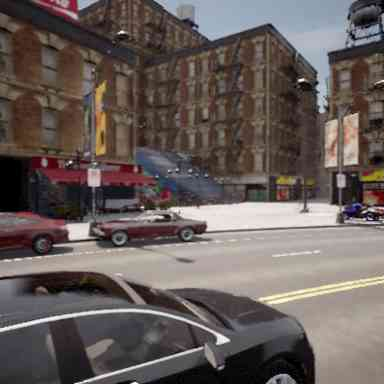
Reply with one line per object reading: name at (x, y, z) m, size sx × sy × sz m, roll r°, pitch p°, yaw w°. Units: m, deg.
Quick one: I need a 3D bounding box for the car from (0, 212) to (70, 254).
car at (-6.677, 1.430, 11.463) m, size 4.674 × 1.452 × 2.002 m, roll 0°, pitch 1°, yaw -34°

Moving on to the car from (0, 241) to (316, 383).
car at (-0.975, 1.484, 2.828) m, size 4.892 × 1.490 × 1.837 m, roll -1°, pitch 1°, yaw -34°

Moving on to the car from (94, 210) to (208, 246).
car at (-1.798, 1.483, 14.469) m, size 4.718 × 1.301 × 1.895 m, roll 0°, pitch 0°, yaw -24°
